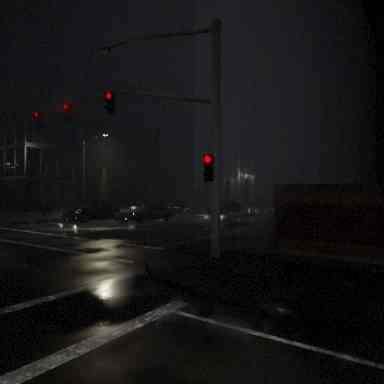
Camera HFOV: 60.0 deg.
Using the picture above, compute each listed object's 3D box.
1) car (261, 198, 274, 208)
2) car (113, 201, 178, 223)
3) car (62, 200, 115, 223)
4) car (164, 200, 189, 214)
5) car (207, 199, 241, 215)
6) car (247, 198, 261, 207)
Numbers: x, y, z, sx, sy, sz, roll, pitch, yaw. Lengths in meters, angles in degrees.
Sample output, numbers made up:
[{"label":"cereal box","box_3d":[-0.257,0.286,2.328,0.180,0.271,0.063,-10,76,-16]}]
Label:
[{"label":"car","box_3d":[11.988,1.581,47.588,1.812,1.442,4.674,0,0,36]},{"label":"car","box_3d":[-3.525,1.656,26.016,1.895,1.301,4.718,0,0,36]},{"label":"car","box_3d":[-7.789,1.407,26.068,2.097,1.767,4.553,0,0,36]},{"label":"car","box_3d":[-2.279,1.559,33.765,1.837,1.490,4.892,0,0,36]},{"label":"car","box_3d":[3.469,1.533,35.778,1.882,1.535,5.008,0,0,36]},{"label":"car","box_3d":[10.377,1.603,51.315,2.033,1.411,5.357,0,0,36]}]
